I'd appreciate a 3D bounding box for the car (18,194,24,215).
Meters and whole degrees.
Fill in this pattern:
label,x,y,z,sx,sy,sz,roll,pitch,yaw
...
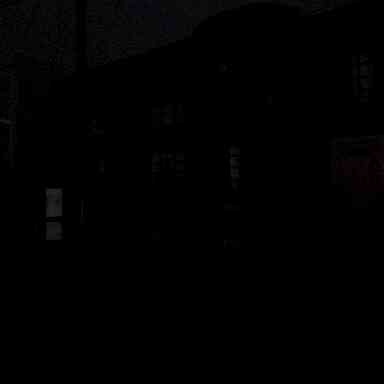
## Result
label,x,y,z,sx,sy,sz,roll,pitch,yaw
car,-14.870,1.222,28.801,2.150,2.045,5.566,0,0,35
